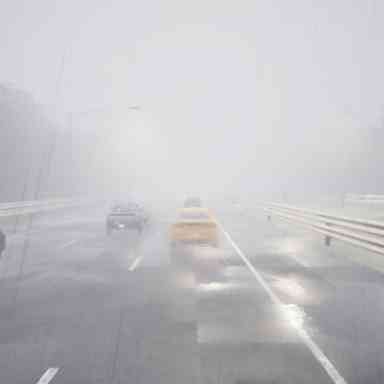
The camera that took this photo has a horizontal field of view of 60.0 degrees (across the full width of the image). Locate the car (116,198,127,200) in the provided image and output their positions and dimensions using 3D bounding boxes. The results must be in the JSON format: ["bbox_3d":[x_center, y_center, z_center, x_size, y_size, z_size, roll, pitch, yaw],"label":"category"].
[{"bbox_3d":[-6.908,1.299,33.924,1.895,1.301,4.718,0,1,0],"label":"car"}]

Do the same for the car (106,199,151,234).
[{"bbox_3d":[-3.405,1.402,18.494,2.128,1.511,4.902,0,1,0],"label":"car"}]

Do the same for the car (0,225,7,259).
[{"bbox_3d":[-6.901,1.205,8.085,2.150,2.045,5.566,0,0,0],"label":"car"}]

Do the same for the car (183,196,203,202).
[{"bbox_3d":[0.090,1.178,35.520,1.837,1.490,4.892,0,1,0],"label":"car"}]

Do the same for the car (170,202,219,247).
[{"bbox_3d":[0.096,1.422,14.720,1.882,1.535,5.008,0,0,0],"label":"car"}]
